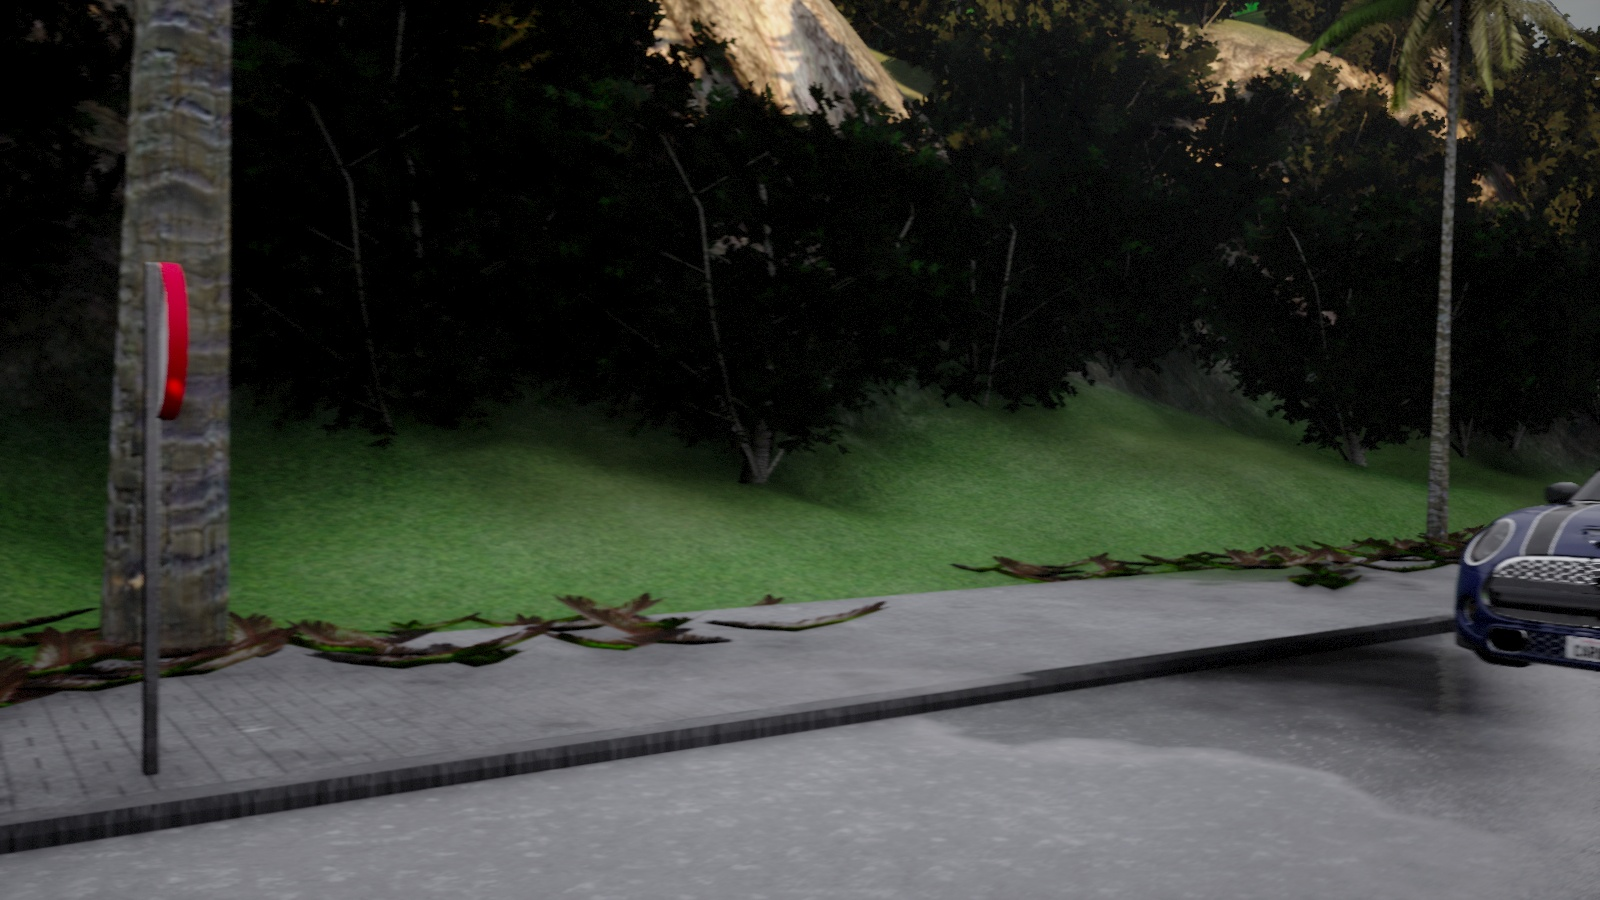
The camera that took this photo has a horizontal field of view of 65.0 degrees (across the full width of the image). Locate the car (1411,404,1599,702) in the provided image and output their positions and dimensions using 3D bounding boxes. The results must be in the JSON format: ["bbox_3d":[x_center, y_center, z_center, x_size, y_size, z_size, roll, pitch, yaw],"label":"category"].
[{"bbox_3d":[6.550,0.611,8.831,4.553,1.767,2.097,0,0,-35],"label":"car"}]
